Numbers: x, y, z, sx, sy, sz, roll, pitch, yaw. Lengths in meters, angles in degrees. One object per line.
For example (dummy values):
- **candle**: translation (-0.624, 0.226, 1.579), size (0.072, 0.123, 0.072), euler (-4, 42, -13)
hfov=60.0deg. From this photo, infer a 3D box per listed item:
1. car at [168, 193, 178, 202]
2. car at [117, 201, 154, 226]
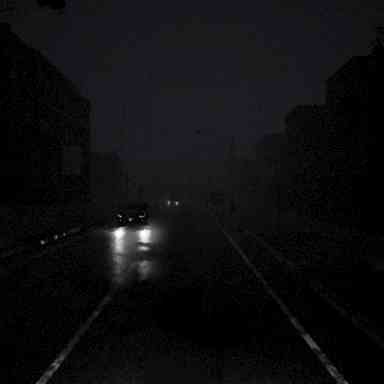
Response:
- **car**: translation (-3.602, 1.063, 63.516), size (1.837, 1.490, 4.892), euler (0, 0, 0)
- **car**: translation (-3.599, 1.353, 21.882), size (1.837, 1.490, 4.892), euler (0, 0, 0)
